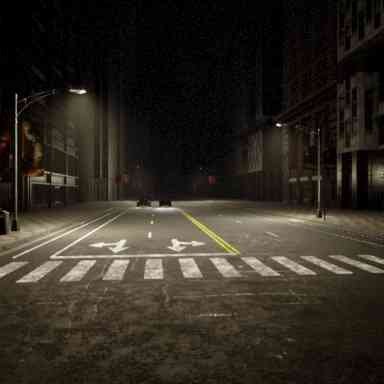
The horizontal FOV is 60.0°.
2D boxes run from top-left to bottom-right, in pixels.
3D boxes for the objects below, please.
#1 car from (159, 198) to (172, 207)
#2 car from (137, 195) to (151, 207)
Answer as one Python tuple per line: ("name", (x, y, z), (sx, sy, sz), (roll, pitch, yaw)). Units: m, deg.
("car", (-4.191, 1.632, 51.902), (1.895, 1.301, 4.718), (0, 0, -6))
("car", (-7.429, 1.380, 51.623), (2.097, 1.767, 4.553), (0, 0, -6))
